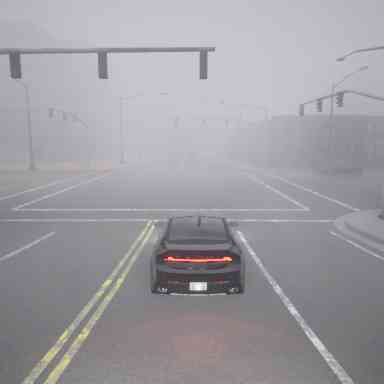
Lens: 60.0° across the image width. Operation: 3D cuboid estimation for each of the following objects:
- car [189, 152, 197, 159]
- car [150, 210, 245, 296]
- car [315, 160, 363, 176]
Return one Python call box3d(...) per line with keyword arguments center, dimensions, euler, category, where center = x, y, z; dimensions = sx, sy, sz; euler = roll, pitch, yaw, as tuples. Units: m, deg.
box3d(center=(0.235, -8.245, 74.617), dimensions=(2.033, 1.411, 5.357), euler=(0, 8, 0), category="car")
box3d(center=(0.115, 1.198, 8.086), dimensions=(1.837, 1.490, 4.892), euler=(0, 4, 0), category="car")
box3d(center=(15.664, -2.662, 35.572), dimensions=(4.553, 1.767, 2.097), euler=(0, 8, 0), category="car")
